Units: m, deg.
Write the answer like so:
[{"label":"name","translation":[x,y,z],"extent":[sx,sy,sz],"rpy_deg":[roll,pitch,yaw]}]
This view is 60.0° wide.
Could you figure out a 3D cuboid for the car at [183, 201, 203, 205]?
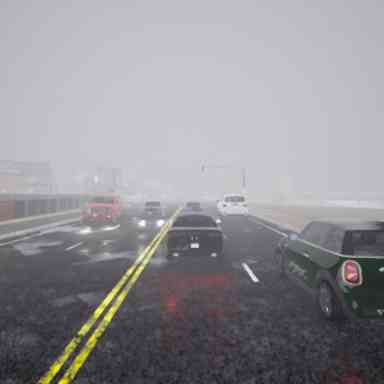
[{"label":"car","translation":[0.095,1.539,30.004],"extent":[1.812,1.442,4.674],"rpy_deg":[0,0,0]}]

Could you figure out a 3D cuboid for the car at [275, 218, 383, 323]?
[{"label":"car","translation":[3.331,1.352,7.346],"extent":[2.097,1.767,4.553],"rpy_deg":[0,0,0]}]

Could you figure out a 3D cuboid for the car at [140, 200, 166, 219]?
[{"label":"car","translation":[-3.349,1.517,29.103],"extent":[1.837,1.490,4.892],"rpy_deg":[0,0,0]}]

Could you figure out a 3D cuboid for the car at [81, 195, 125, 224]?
[{"label":"car","translation":[-6.603,1.233,25.370],"extent":[2.150,2.045,5.566],"rpy_deg":[0,0,0]}]

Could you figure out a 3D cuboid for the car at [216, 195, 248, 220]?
[{"label":"car","translation":[3.345,1.233,28.360],"extent":[2.150,2.045,5.566],"rpy_deg":[0,0,0]}]

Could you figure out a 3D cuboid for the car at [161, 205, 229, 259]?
[{"label":"car","translation":[0.093,1.480,12.563],"extent":[1.882,1.535,5.008],"rpy_deg":[0,0,0]}]
